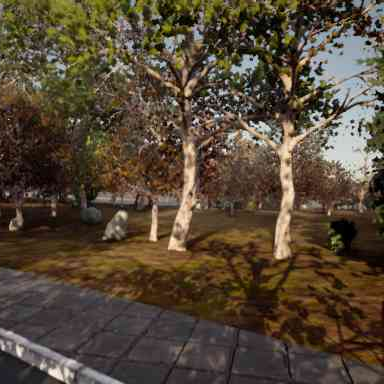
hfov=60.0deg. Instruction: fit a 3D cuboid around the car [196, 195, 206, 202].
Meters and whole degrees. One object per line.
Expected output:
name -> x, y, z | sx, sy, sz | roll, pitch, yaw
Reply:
car -> 0.374, 1.788, 92.720 | 2.435, 2.045, 5.566 | 5, 1, 42
